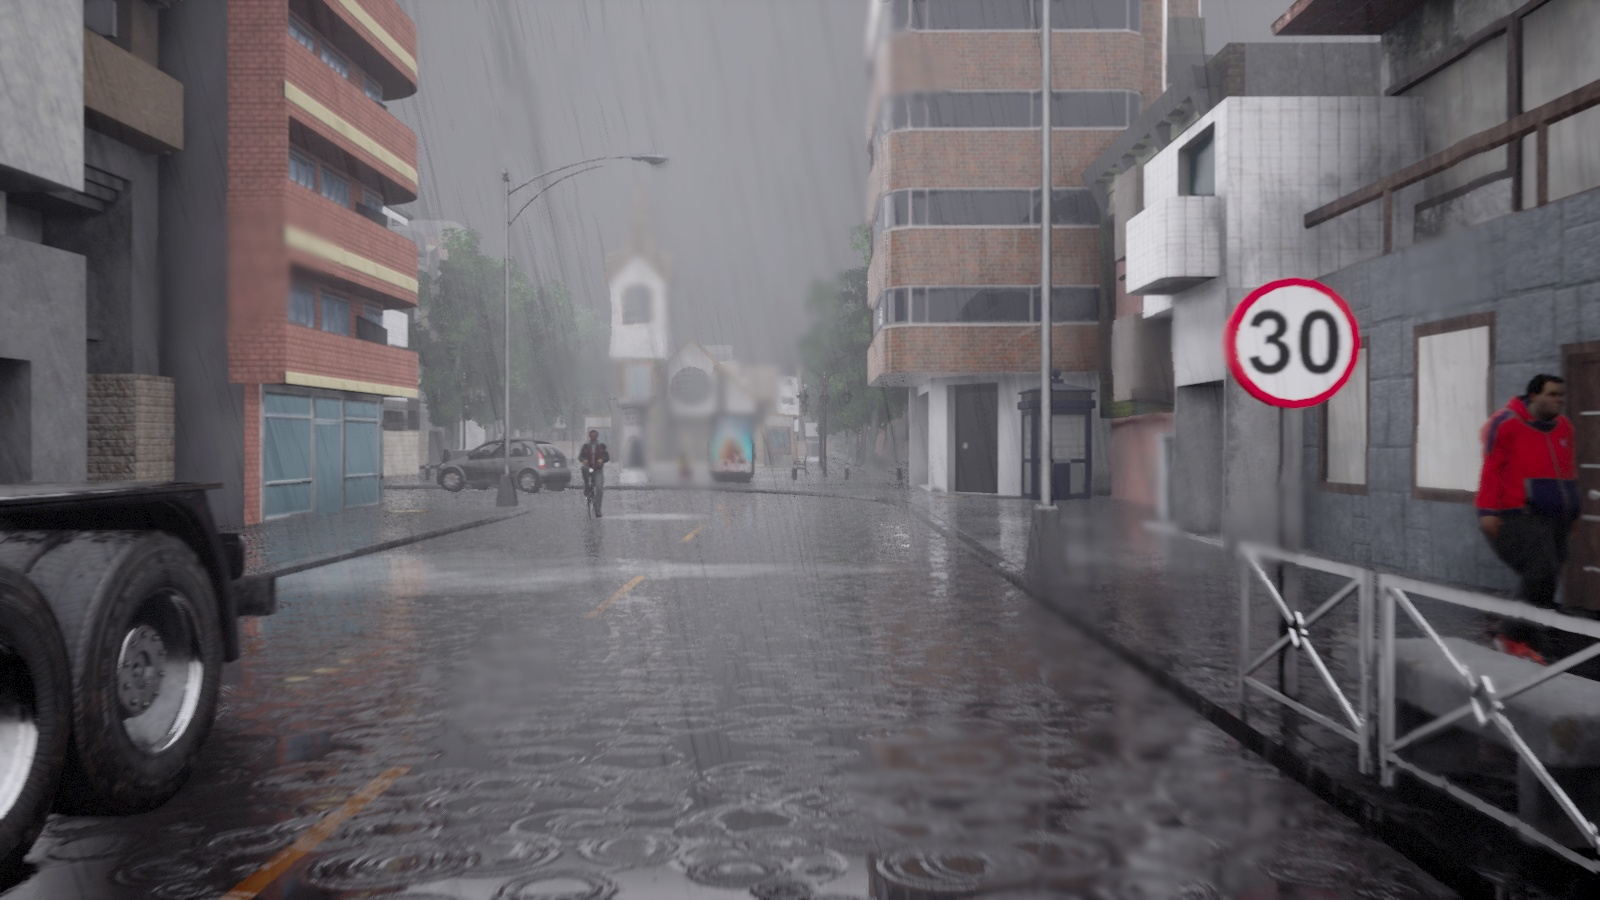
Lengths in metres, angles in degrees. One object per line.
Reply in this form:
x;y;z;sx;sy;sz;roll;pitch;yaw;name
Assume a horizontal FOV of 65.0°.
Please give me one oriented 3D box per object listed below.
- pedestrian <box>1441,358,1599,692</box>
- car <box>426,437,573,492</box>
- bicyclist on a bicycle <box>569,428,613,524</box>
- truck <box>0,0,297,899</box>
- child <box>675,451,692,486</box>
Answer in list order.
4.397;0.412;7.441;0.634;1.844;0.899;0;0;-11;pedestrian
-9.185;0.422;38.425;3.988;1.617;1.851;0;0;19;car
-4.018;0.477;24.293;0.659;1.776;1.843;0;0;-4;bicyclist on a bicycle
-3.972;-0.252;2.292;2.891;3.462;7.936;0;0;0;truck
-3.848;0.599;41.592;0.473;1.160;0.299;0;0;38;child
